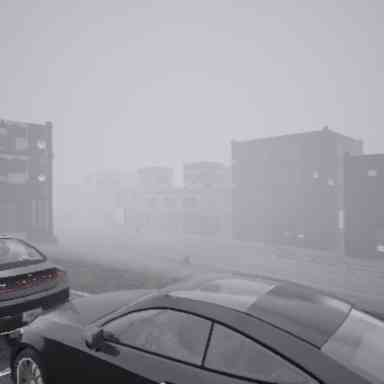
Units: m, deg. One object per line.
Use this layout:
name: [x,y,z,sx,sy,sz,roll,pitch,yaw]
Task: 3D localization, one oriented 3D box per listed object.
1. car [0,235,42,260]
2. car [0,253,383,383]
car: [-4.321,1.545,6.220,4.892,1.521,2.231,-1,0,34]
car: [0.154,1.531,3.160,4.674,1.452,2.002,-1,0,36]
